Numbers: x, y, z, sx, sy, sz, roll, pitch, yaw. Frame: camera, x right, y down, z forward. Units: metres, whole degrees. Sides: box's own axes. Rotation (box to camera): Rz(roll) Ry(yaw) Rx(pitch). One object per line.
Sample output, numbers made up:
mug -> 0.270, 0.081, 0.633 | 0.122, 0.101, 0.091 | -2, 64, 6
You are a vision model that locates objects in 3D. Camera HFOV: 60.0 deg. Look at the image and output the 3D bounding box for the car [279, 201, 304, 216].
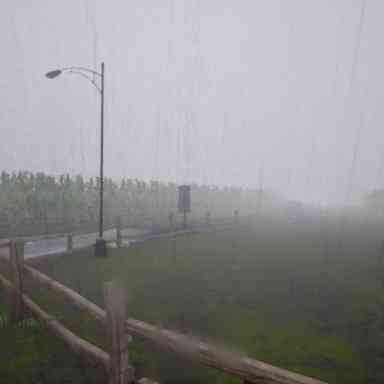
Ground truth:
car -> 14.861, 2.393, 49.311 | 2.150, 2.045, 5.566 | -1, -2, 36
